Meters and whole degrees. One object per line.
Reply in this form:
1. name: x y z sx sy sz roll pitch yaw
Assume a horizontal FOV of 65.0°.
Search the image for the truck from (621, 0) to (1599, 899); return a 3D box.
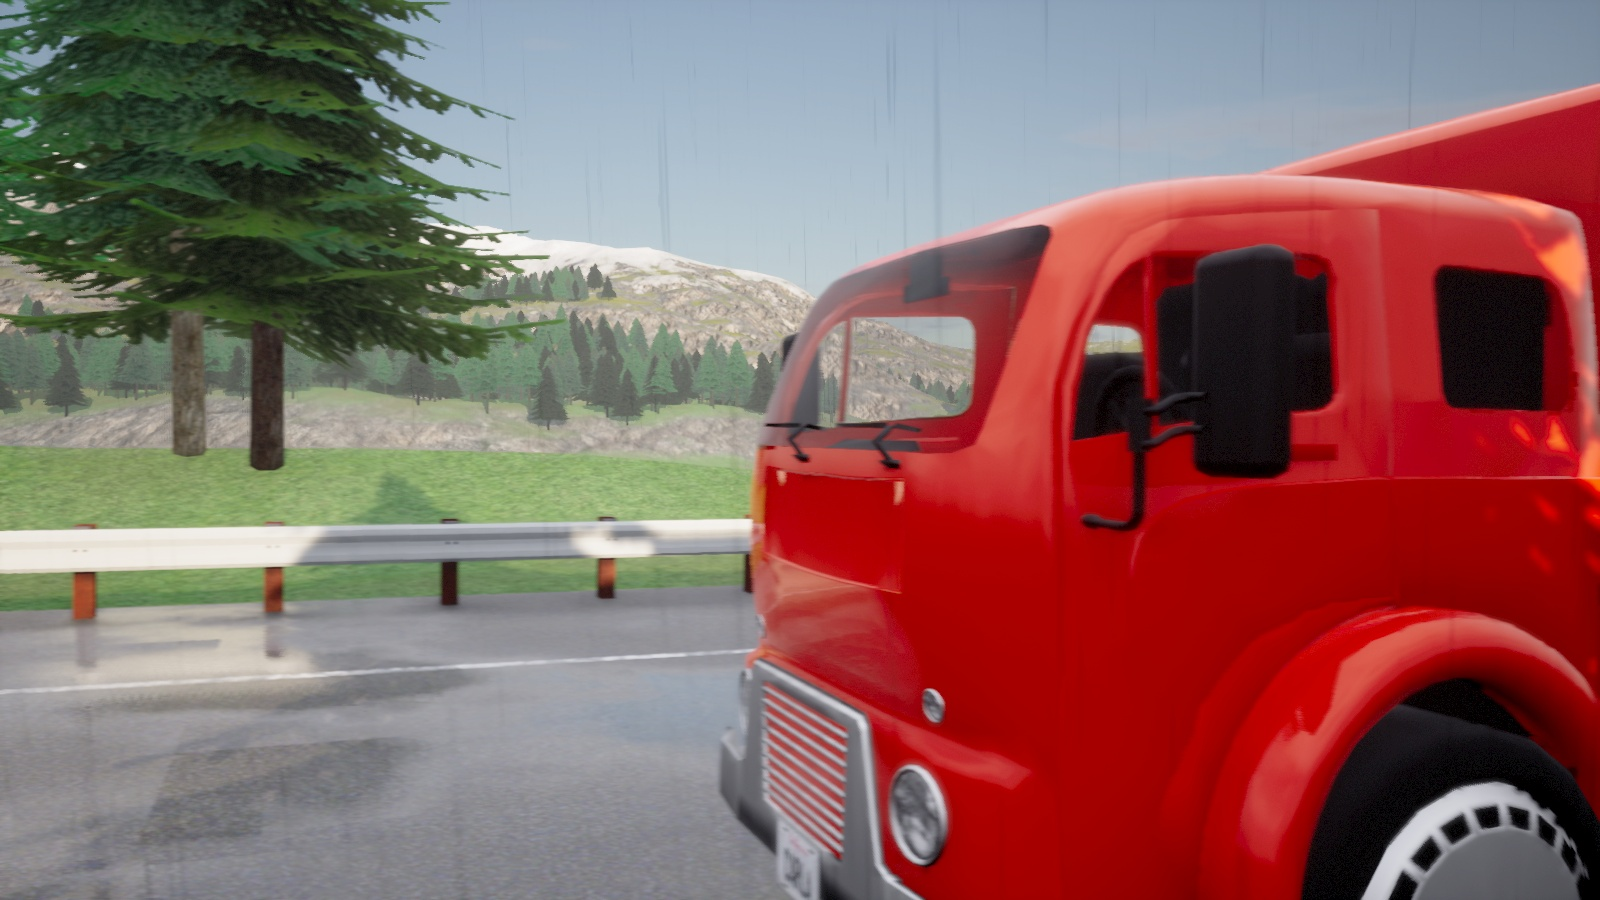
1. truck: 2.287 0.220 4.101 5.204 2.467 2.627 -1 1 -21
